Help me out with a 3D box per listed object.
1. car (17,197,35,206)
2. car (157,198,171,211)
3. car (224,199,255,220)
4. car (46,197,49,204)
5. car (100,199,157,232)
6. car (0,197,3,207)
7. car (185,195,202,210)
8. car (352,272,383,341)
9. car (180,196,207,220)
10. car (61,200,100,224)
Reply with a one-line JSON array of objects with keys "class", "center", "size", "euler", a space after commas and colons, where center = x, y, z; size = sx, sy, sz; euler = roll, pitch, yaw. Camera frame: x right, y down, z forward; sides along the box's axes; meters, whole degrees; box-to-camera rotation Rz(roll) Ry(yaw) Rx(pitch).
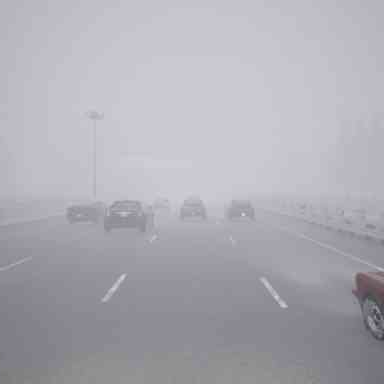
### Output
[{"class": "car", "center": [-24.502, 1.473, 50.301], "size": [2.033, 1.411, 5.357], "euler": [0, 0, 0]}, {"class": "car", "center": [-3.399, 1.400, 37.448], "size": [2.033, 1.411, 5.357], "euler": [0, 0, 0]}, {"class": "car", "center": [3.601, 1.318, 25.624], "size": [1.837, 1.490, 4.892], "euler": [0, 0, 0]}, {"class": "car", "center": [-21.004, 1.417, 50.078], "size": [2.128, 1.511, 4.902], "euler": [0, 0, 0]}, {"class": "car", "center": [-3.400, 1.180, 18.726], "size": [2.097, 1.767, 4.553], "euler": [0, 0, 0]}, {"class": "car", "center": [-28.012, 1.397, 49.223], "size": [1.882, 1.535, 5.008], "euler": [0, -1, 0]}, {"class": "car", "center": [0.110, 1.234, 42.261], "size": [2.097, 1.767, 4.553], "euler": [0, 0, -1]}, {"class": "car", "center": [3.599, 1.559, 3.419], "size": [1.895, 1.301, 4.718], "euler": [0, 1, 0]}, {"class": "car", "center": [0.100, 1.305, 25.730], "size": [2.128, 1.511, 4.902], "euler": [0, 0, 0]}, {"class": "car", "center": [-6.900, 1.294, 22.818], "size": [1.882, 1.535, 5.008], "euler": [0, 0, 0]}]
